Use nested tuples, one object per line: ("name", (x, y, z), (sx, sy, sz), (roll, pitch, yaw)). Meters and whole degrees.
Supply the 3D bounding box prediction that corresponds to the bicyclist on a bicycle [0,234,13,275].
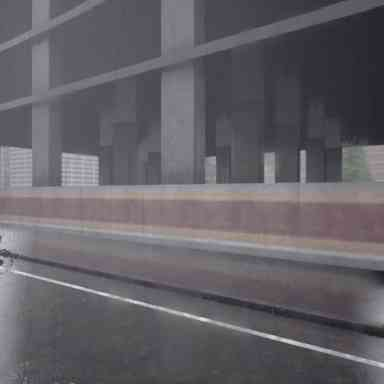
("bicyclist on a bicycle", (-5.409, 1.437, 8.487), (0.582, 1.620, 1.656), (0, 2, 34))
